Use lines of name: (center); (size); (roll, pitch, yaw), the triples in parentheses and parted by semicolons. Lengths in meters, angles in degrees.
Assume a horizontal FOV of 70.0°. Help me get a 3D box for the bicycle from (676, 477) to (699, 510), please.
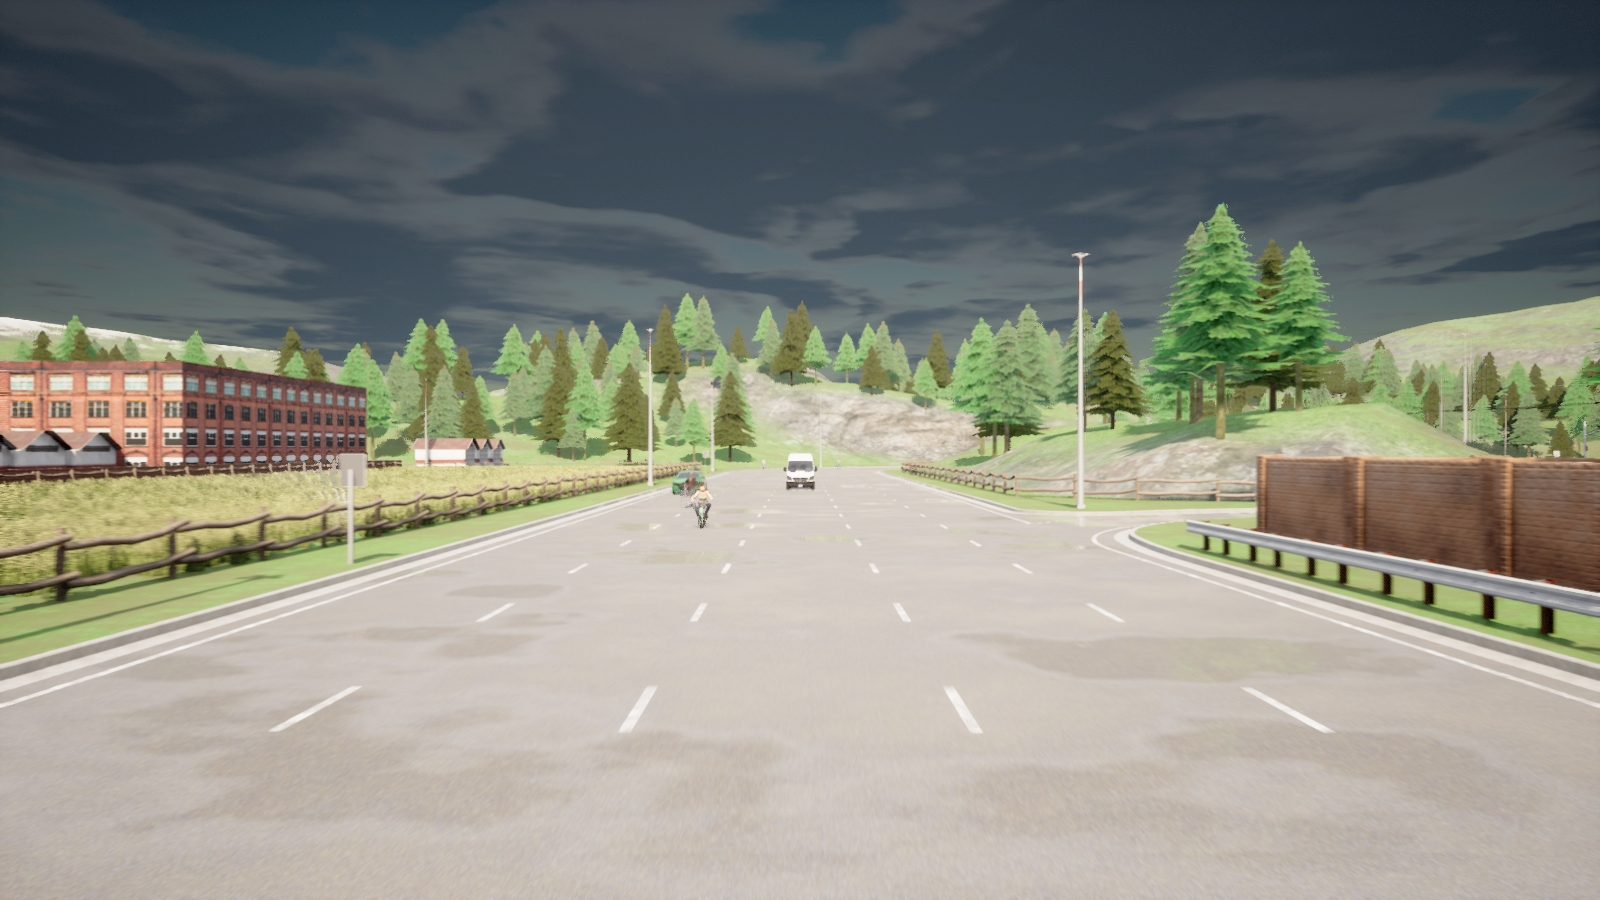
bicycle: (-5.347, 2.060, 54.599); (0.329, 1.471, 1.835); (2, 1, 18)

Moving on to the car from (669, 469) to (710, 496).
car: (-6.981, 2.034, 72.421); (2.097, 1.535, 5.006); (0, 0, 0)

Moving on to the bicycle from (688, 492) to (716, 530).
bicycle: (-3.479, 2.157, 40.685); (0.859, 1.276, 1.487); (0, 0, 0)
